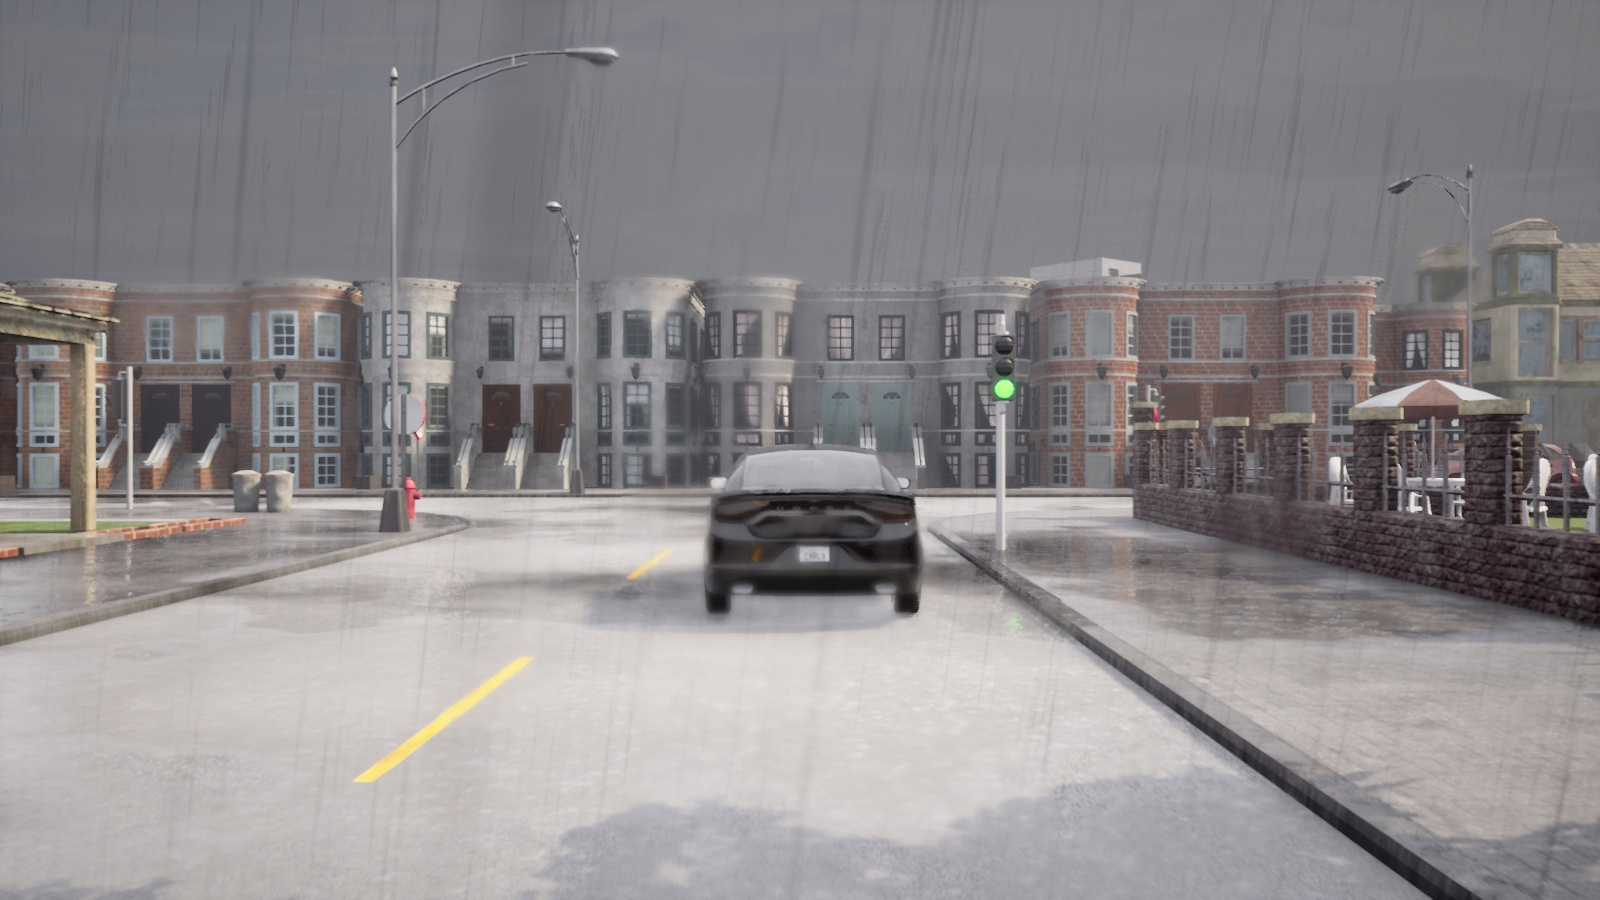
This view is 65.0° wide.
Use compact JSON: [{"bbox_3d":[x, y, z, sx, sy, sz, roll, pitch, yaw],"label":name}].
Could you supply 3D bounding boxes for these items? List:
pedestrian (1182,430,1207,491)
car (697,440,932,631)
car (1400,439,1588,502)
[{"bbox_3d":[12.076,0.315,38.418,0.634,1.846,0.331,0,0,-10],"label":"pedestrian"},{"bbox_3d":[0.106,0.675,12.585,1.882,1.535,5.008,0,0,0],"label":"car"},{"bbox_3d":[18.438,0.529,33.498,3.988,1.617,1.851,0,0,1],"label":"car"}]
